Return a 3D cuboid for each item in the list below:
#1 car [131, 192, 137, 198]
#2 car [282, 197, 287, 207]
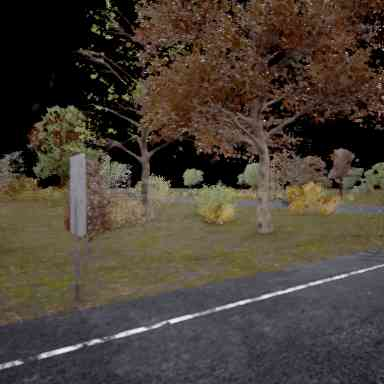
[{"bbox_3d":[-13.855,0.695,84.209,2.033,1.411,5.357,-1,1,-29],"label":"car"},{"bbox_3d":[13.996,1.099,43.391,2.097,1.767,4.553,-1,1,-35],"label":"car"}]
